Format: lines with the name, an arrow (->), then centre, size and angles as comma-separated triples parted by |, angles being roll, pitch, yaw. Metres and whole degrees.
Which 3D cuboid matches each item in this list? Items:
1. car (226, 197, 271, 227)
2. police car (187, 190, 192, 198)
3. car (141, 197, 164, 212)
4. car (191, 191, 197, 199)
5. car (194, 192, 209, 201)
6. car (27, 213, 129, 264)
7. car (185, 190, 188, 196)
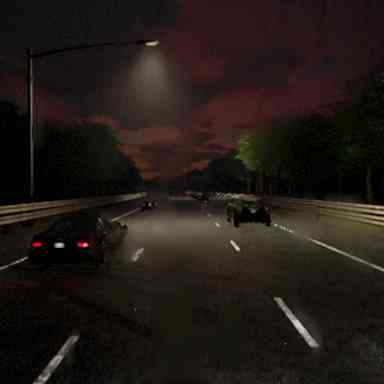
car -> 3.393, 1.097, 20.680 | 2.097, 1.767, 4.553 | 0, 1, -1
police car -> 0.624, 0.655, 82.536 | 1.930, 1.638, 5.238 | 0, 0, -4
car -> -3.878, 1.176, 32.717 | 2.033, 1.411, 5.357 | 0, 1, -2
car -> 1.343, 0.873, 71.370 | 1.994, 1.385, 4.181 | 0, 0, -3
car -> 1.950, 0.994, 60.337 | 1.895, 1.301, 4.718 | 0, 0, -3
car -> -3.469, 1.407, 11.160 | 2.033, 1.411, 5.357 | 0, 1, -1
car -> -0.177, 0.648, 93.476 | 2.128, 1.511, 4.902 | 0, 0, -4
